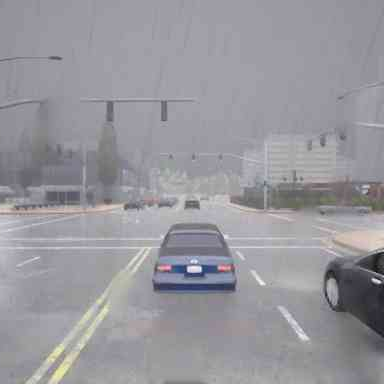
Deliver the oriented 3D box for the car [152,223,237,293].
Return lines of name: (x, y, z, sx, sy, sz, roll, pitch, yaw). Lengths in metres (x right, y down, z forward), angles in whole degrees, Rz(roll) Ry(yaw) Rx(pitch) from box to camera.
car: (0.054, 1.548, 8.972, 2.033, 1.411, 5.357, 0, 0, 0)

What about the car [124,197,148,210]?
car: (-7.286, 1.601, 42.226, 1.895, 1.301, 4.718, 0, 0, 1)

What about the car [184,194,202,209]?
car: (-0.023, 1.477, 45.215, 1.882, 1.535, 5.008, 0, 0, 0)

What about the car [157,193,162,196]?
car: (-7.264, 1.352, 61.797, 2.097, 1.767, 4.553, 0, 0, 0)

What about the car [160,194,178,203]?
car: (-3.771, 1.491, 56.803, 2.128, 1.511, 4.902, 0, 0, 0)

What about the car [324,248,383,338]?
car: (3.548, 1.506, 4.781, 1.837, 1.490, 4.892, 0, 0, 0)

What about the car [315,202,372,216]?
car: (14.343, 1.601, 31.778, 4.718, 1.301, 1.895, 0, 0, 1)

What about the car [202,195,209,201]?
car: (3.222, 1.552, 84.534, 1.994, 1.385, 4.181, 0, 0, 0)

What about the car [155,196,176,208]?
car: (-3.755, 1.601, 47.532, 1.895, 1.301, 4.718, 0, 0, 0)

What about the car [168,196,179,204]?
car: (-3.748, 1.564, 66.670, 1.994, 1.385, 4.181, 0, 0, 0)

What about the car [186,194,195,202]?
car: (-0.263, 1.355, 80.164, 2.097, 1.767, 4.553, 0, 0, 0)

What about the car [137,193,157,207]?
car: (-7.260, 1.221, 51.870, 2.150, 2.045, 5.566, 0, 0, 0)
